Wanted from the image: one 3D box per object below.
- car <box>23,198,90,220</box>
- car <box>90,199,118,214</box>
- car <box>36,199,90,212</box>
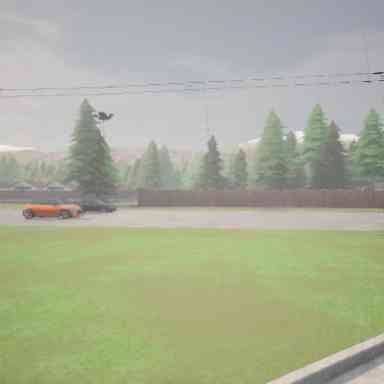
[{"bbox_3d":[-11.148,1.306,27.006,4.553,1.767,2.097,0,0,6],"label":"car"},{"bbox_3d":[-10.067,1.458,33.928,4.892,1.490,1.837,0,0,6],"label":"car"},{"bbox_3d":[-14.645,1.485,37.942,5.357,1.411,2.033,0,0,6],"label":"car"}]
